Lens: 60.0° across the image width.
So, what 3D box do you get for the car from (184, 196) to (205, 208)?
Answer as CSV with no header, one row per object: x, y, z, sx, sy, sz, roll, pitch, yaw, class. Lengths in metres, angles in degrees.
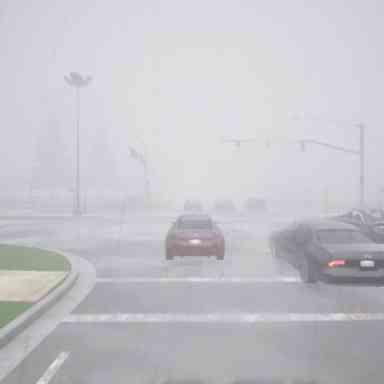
0.108,1.440,36.563,1.895,1.301,4.718,0,0,0,car

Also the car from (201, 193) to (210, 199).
3.518,1.211,85.721,1.895,1.301,4.718,0,0,0,car

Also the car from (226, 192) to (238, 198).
10.518,1.114,85.273,1.837,1.490,4.892,0,0,0,car

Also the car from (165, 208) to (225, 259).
0.102,1.509,12.364,1.994,1.385,4.181,0,0,0,car

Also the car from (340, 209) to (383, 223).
7.103,1.431,13.773,2.128,1.511,4.902,0,0,0,car

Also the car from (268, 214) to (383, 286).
3.601,1.506,9.338,2.033,1.411,5.357,0,0,0,car

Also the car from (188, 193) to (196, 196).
0.018,1.092,85.275,1.882,1.535,5.008,0,0,0,car

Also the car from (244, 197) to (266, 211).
7.108,1.324,38.085,2.128,1.511,4.902,0,0,0,car

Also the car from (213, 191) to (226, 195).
7.018,1.140,85.690,1.812,1.442,4.674,0,0,0,car

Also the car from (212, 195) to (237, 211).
3.608,1.394,38.496,1.994,1.385,4.181,0,0,0,car
